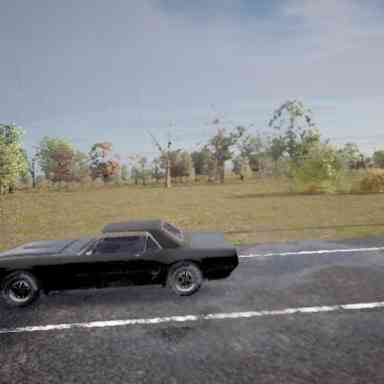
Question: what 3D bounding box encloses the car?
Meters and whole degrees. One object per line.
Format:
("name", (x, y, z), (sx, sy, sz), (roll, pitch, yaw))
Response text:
("car", (-1.540, 1.274, 6.758), (4.718, 1.301, 1.895), (-3, 3, -3))
